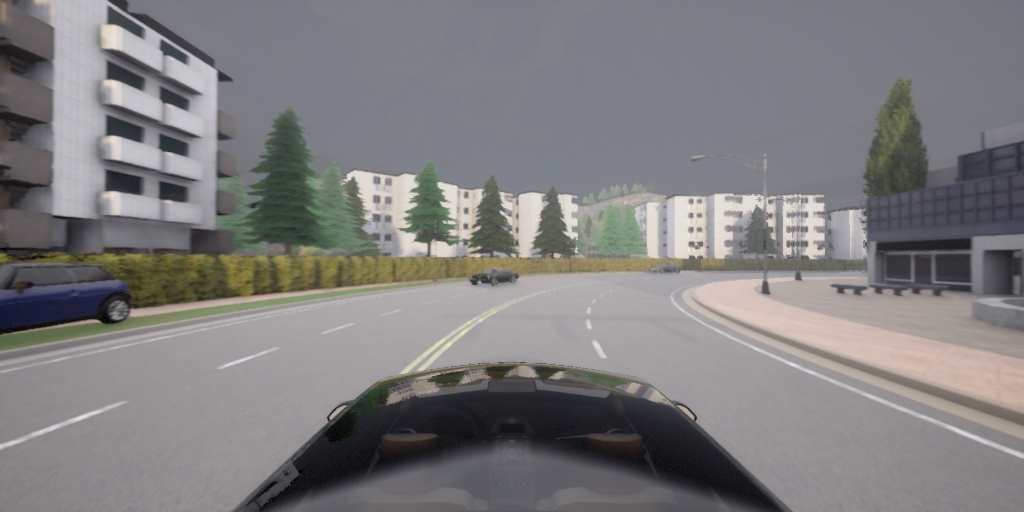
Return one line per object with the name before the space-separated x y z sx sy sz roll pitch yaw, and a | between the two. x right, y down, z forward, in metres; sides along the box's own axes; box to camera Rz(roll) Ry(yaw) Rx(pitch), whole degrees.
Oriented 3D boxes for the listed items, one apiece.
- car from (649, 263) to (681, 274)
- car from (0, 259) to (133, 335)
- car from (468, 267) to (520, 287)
car | 20.611 1.659 48.287 4.902 1.511 2.128 0 0 -27
car | -11.611 0.939 8.116 2.097 1.767 4.553 1 0 -6
car | -1.255 1.519 26.586 1.895 1.301 4.718 0 0 27
